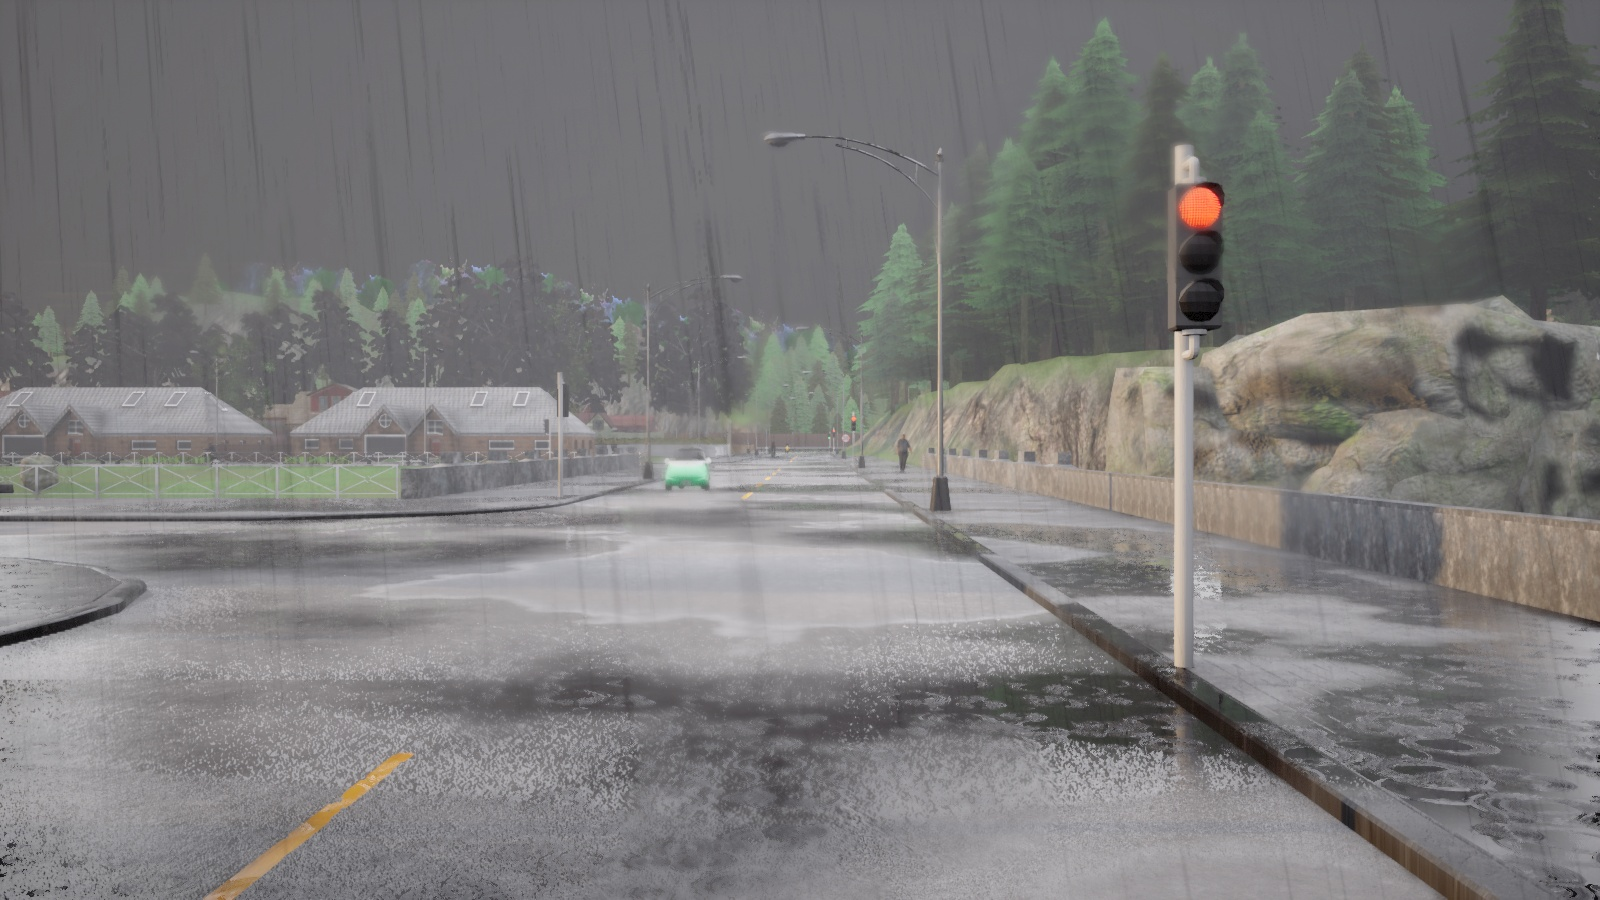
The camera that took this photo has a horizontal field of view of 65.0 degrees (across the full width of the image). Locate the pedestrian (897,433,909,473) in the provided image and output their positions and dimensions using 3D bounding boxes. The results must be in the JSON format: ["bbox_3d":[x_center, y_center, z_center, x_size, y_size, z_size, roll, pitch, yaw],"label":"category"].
[{"bbox_3d":[4.764,0.133,58.039,0.540,1.848,0.694,0,0,2],"label":"pedestrian"}]

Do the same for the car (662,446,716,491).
[{"bbox_3d":[-3.508,0.575,39.893,1.481,1.376,2.207,0,0,1],"label":"car"}]
